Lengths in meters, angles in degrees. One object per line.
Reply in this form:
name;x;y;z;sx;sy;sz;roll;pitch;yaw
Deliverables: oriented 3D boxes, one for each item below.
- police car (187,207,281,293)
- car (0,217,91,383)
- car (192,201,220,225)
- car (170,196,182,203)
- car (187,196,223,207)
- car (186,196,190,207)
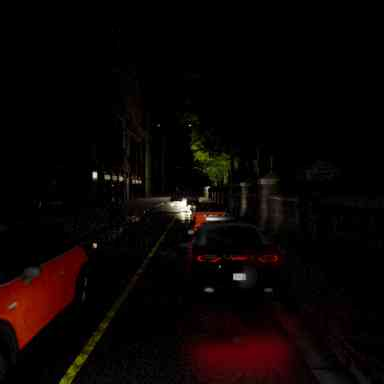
police car;0.918;1.420;8.962;1.930;1.638;5.238;0;0;0
car;-3.091;1.350;4.826;2.097;1.767;4.553;0;0;0
car;0.952;1.467;24.852;1.837;1.490;4.892;0;0;0
car;-2.872;1.325;59.907;1.994;1.385;4.181;0;1;0
car;0.939;1.328;18.821;2.097;1.767;4.553;0;0;0
car;0.126;1.352;47.818;2.128;1.511;4.902;0;0;1
